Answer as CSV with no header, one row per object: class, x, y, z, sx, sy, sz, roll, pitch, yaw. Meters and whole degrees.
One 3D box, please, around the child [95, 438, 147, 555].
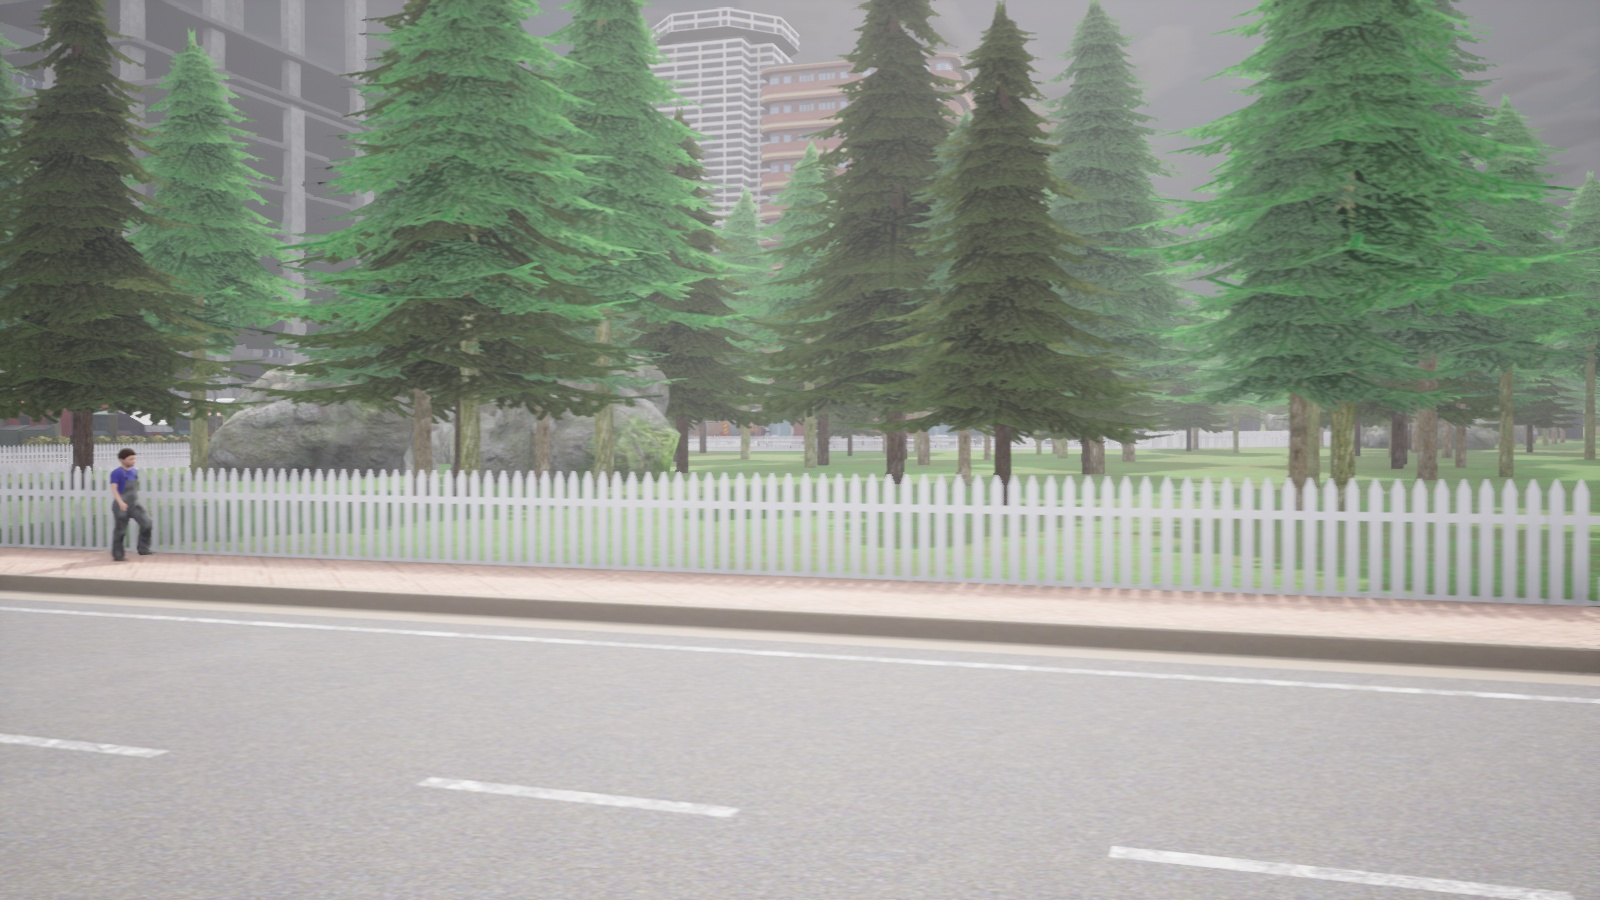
child,-7.394,0.498,13.687,0.437,1.263,0.270,1,1,19
